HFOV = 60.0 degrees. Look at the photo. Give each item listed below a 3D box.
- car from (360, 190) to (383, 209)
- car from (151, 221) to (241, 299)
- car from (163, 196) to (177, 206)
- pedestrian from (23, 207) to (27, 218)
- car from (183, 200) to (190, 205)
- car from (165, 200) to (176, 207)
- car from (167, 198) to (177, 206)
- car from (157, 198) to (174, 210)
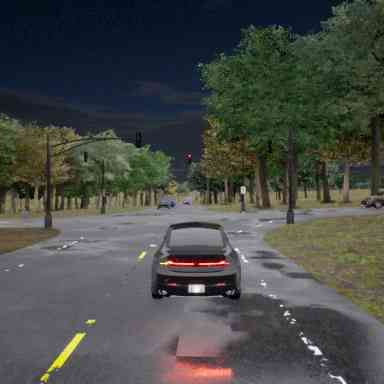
[{"bbox_3d":[18.130,0.590,30.812,4.553,1.767,2.097,-2,-1,2],"label":"car"},{"bbox_3d":[0.087,1.508,8.461,1.837,1.490,4.892,0,0,0],"label":"car"},{"bbox_3d":[-4.382,1.801,60.075,2.150,2.045,5.566,0,-1,-2],"label":"car"},{"bbox_3d":[-18.098,2.203,36.061,0.375,1.300,0.375,0,1,2],"label":"pedestrian"},{"bbox_3d":[-1.516,2.968,91.158,1.895,1.301,4.718,0,-2,-1],"label":"car"},{"bbox_3d":[-4.543,2.316,70.342,2.033,1.411,5.357,0,-1,-1],"label":"car"},{"bbox_3d":[-4.777,2.392,80.633,2.097,1.767,4.553,0,-2,-1],"label":"car"},{"bbox_3d":[-4.181,2.007,50.209,1.895,1.301,4.718,0,-1,-1],"label":"car"}]
